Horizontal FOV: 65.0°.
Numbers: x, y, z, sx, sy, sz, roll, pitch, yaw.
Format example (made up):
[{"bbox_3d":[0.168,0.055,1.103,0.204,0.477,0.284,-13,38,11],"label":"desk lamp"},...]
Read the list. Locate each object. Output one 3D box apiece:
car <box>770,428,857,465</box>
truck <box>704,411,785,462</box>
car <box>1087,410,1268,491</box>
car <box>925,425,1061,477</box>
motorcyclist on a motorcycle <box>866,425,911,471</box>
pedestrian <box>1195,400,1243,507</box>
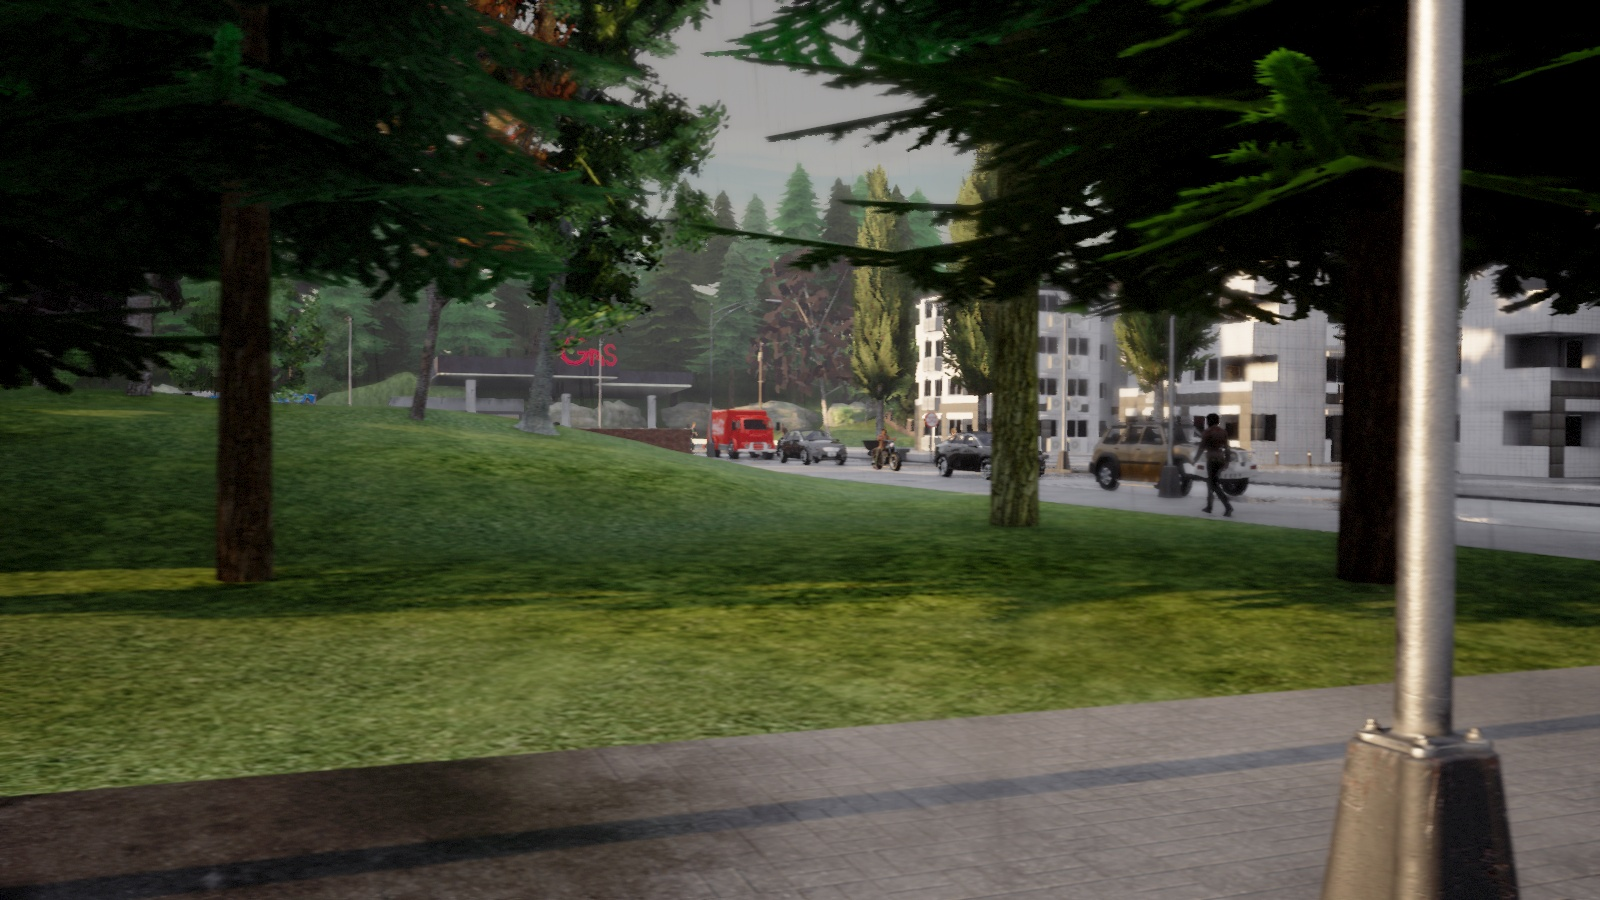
[{"bbox_3d":[0.529,-0.179,54.711,2.128,1.511,4.902,-1,1,-21],"label":"car"},{"bbox_3d":[-2.880,-0.741,63.722,2.627,2.467,5.204,-1,2,-20],"label":"truck"},{"bbox_3d":[9.327,-0.035,31.468,1.932,1.855,4.605,-1,1,-21],"label":"car"},{"bbox_3d":[6.065,-0.001,40.092,2.128,1.511,4.902,-1,1,-21],"label":"car"},{"bbox_3d":[3.324,-0.095,47.328,0.766,1.649,2.350,-1,1,-21],"label":"motorcyclist on a motorcycle"},{"bbox_3d":[7.250,0.048,21.752,0.328,1.805,0.869,-1,1,-17],"label":"pedestrian"}]
